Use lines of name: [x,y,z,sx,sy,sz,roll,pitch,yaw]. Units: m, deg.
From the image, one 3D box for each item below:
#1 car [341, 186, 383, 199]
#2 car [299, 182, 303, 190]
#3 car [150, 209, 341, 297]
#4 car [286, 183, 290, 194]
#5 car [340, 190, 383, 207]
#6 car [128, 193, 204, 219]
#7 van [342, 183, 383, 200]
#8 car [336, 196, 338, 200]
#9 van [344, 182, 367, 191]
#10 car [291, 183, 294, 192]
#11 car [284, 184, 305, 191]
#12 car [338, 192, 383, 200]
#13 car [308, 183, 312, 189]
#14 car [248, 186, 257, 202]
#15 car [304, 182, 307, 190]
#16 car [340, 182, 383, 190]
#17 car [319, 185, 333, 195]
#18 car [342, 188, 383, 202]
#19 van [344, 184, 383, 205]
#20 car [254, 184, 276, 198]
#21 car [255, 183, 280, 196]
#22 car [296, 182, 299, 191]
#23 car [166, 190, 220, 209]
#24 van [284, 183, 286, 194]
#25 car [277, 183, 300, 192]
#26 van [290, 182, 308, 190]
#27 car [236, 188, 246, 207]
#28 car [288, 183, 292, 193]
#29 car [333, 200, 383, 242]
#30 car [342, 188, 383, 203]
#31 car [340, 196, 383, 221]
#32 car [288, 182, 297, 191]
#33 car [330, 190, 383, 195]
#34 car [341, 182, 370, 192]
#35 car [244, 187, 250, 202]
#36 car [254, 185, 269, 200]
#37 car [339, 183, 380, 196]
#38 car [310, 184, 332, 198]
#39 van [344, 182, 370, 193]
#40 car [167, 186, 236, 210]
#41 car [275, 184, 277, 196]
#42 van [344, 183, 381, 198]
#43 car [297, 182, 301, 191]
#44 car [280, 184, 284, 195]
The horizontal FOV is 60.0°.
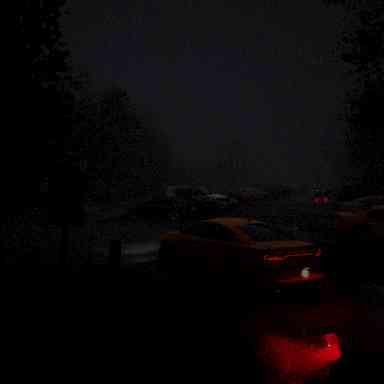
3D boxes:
car: [22.611,0.073,44.291,5.008,1.535,2.097,1,2,25]
car: [19.826,-0.831,70.054,5.366,1.575,1.946,1,2,25]
car: [0.892,1.389,8.476,1.882,1.535,5.008,2,-1,-31]
car: [13.029,-0.276,54.856,4.792,1.488,2.163,1,2,25]
car: [16.815,0.596,31.732,4.792,1.488,2.163,1,3,25]
car: [-2.000,1.057,22.083,4.792,1.488,2.163,1,3,25]
van: [21.348,-0.064,41.799,4.442,1.987,1.878,1,2,24]
car: [11.045,1.149,19.154,4.792,1.488,2.163,1,3,25]
van: [36.612,-1.193,74.554,4.442,1.987,1.878,1,2,25]
car: [15.342,-0.449,59.901,4.792,1.488,2.163,1,2,25]
car: [24.623,-1.132,80.067,4.674,1.452,2.002,1,2,25]
car: [9.998,1.100,16.719,4.553,1.767,2.185,1,3,25]
car: [26.959,-1.596,85.091,5.566,2.045,2.435,1,2,25]
car: [3.640,0.468,34.754,5.366,1.575,1.946,1,3,25]
car: [23.459,-1.086,77.547,5.008,1.535,2.097,1,2,25]
car: [15.712,0.427,29.181,5.566,2.045,2.435,1,3,25]
car: [22.807,-0.357,56.581,1.882,1.535,5.008,1,2,25]
car: [20.326,0.285,39.251,4.792,1.488,2.163,1,2,25]
van: [18.152,0.230,34.289,4.442,1.987,1.878,1,3,25]
car: [7.446,0.149,42.162,5.366,1.575,1.946,1,3,25]
car: [9.616,-0.167,47.261,4.553,1.767,2.185,1,2,25]
car: [17.687,-0.651,64.930,4.892,1.521,2.231,1,2,25]
car: [-0.812,0.917,24.589,5.008,1.535,2.097,1,3,25]
van: [12.006,-0.442,52.264,4.442,1.987,1.878,1,2,25]
car: [21.123,-1.038,72.508,4.553,1.767,2.185,1,2,25]
van: [29.133,-1.672,90.184,4.442,1.987,1.878,1,1,25]
car: [1.665,0.695,29.557,5.366,1.575,1.946,1,3,25]
car: [14.186,-0.363,57.378,4.792,1.488,2.163,1,2,25]
car: [8.810,1.336,14.223,5.008,1.535,2.097,1,3,25]
car: [19.226,0.379,36.853,4.792,1.488,2.163,1,3,25]
car: [12.223,1.049,21.659,4.674,1.452,2.002,1,3,25]
car: [16.357,-0.571,62.487,5.366,1.575,1.946,1,2,25]
car: [13.211,0.893,24.249,5.366,1.575,1.946,1,3,25]
car: [35.326,-1.134,72.096,5.566,2.045,2.435,1,2,25]
car: [2.658,0.585,32.153,4.892,1.521,2.231,1,3,25]
car: [6.003,0.244,39.906,5.366,1.575,1.946,1,3,25]
car: [26.043,-0.438,51.846,5.566,2.045,2.435,1,2,25]
car: [18.517,-0.022,47.226,2.128,1.511,4.902,1,2,25]
van: [31.996,-0.847,64.486,4.442,1.987,1.878,1,2,25]
car: [0.365,0.555,27.090,5.566,2.045,2.435,1,3,25]
car: [8.424,0.051,44.756,4.892,1.521,2.231,1,3,25]
van: [23.866,-0.237,46.753,4.442,1.987,1.878,1,2,25]
car: [18.832,-0.738,67.457,4.892,1.521,2.231,1,2,25]
car: [10.770,-0.102,49.786,4.792,1.488,2.163,1,2,25]
